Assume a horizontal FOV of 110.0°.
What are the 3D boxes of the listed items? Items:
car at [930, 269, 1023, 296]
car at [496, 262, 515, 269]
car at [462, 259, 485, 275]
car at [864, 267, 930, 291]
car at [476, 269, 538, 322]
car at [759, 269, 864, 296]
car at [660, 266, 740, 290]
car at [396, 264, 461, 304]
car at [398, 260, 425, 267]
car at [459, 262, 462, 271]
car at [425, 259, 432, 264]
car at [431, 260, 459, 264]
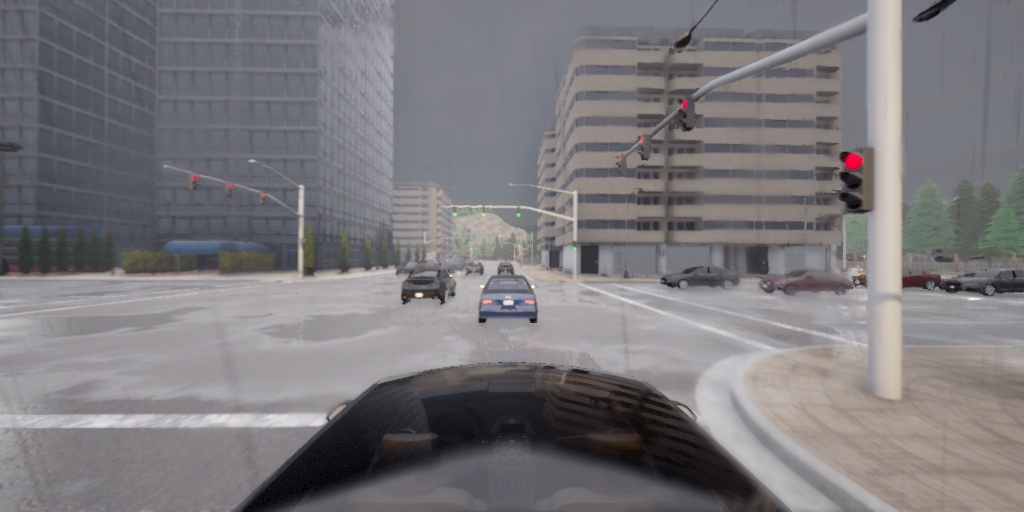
[{"bbox_3d":[27.644,1.492,20.610,4.892,1.490,1.837,0,0,-2],"label":"car"},{"bbox_3d":[-0.750,1.450,42.086,1.837,1.490,4.892,0,0,-1],"label":"car"},{"bbox_3d":[-4.247,1.417,41.926,2.128,1.511,4.902,0,0,-1],"label":"car"},{"bbox_3d":[25.594,1.474,24.057,5.008,1.535,1.882,0,0,-2],"label":"car"},{"bbox_3d":[-0.150,1.349,12.431,2.033,1.411,5.357,0,0,-1],"label":"car"},{"bbox_3d":[16.596,1.455,20.274,4.674,1.442,1.812,0,0,-2],"label":"car"},{"bbox_3d":[12.338,1.428,23.667,4.892,1.490,1.837,0,0,-2],"label":"car"},{"bbox_3d":[-3.736,1.309,16.676,1.837,1.490,4.892,0,0,-1],"label":"car"},{"bbox_3d":[-11.399,1.354,39.723,1.882,1.535,5.008,0,0,-2],"label":"car"},{"bbox_3d":[-8.121,1.505,52.615,2.033,1.411,5.357,0,0,-1],"label":"car"},{"bbox_3d":[-11.585,1.279,50.185,2.097,1.767,4.553,0,0,-1],"label":"car"},{"bbox_3d":[-7.937,1.415,42.702,1.837,1.490,4.892,0,0,-1],"label":"car"}]
